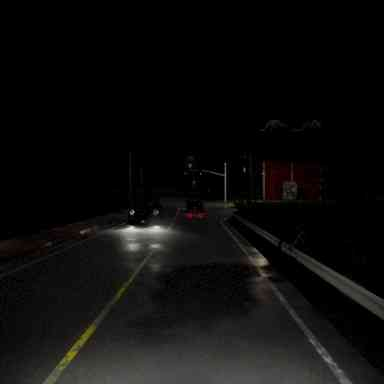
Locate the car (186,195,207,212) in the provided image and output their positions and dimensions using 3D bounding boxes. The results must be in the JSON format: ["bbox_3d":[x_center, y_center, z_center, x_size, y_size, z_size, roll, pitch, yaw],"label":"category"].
[{"bbox_3d":[0.283,1.487,38.218,2.128,1.511,4.902,0,0,-1],"label":"car"}]

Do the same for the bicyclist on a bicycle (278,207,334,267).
[{"bbox_3d":[3.358,1.262,9.407,1.656,1.620,0.582,12,1,1],"label":"bicyclist on a bicycle"}]

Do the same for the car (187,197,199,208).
[{"bbox_3d":[0.100,1.498,50.180,1.837,1.490,4.892,0,0,-1],"label":"car"}]

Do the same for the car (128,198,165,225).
[{"bbox_3d":[-3.182,1.348,23.975,2.097,1.767,4.553,0,0,0],"label":"car"}]
